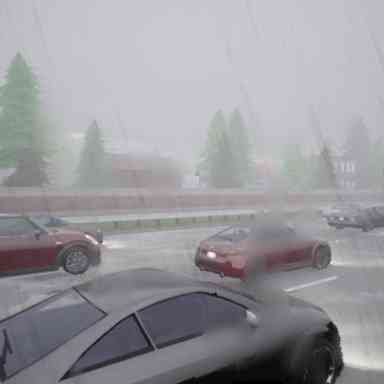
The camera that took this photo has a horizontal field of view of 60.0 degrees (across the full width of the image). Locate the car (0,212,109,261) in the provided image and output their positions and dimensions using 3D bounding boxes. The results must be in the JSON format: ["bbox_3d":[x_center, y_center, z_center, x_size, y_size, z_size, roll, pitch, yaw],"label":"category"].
[{"bbox_3d":[-5.560,1.561,12.674,4.181,1.385,1.994,0,0,-35],"label":"car"}]

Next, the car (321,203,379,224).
[{"bbox_3d":[12.032,1.556,25.209,4.718,1.301,1.895,0,0,-35],"label":"car"}]

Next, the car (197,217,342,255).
[{"bbox_3d":[2.126,1.551,9.557,4.181,1.385,1.994,0,0,-35],"label":"car"}]

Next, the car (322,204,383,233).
[{"bbox_3d":[10.207,1.511,19.610,5.357,1.411,2.033,0,0,-35],"label":"car"}]

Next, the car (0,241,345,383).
[{"bbox_3d":[-0.237,1.561,3.574,4.181,1.385,1.994,0,0,-35],"label":"car"}]

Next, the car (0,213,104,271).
[{"bbox_3d":[-4.806,1.351,8.915,4.553,1.767,2.097,0,0,-35],"label":"car"}]
